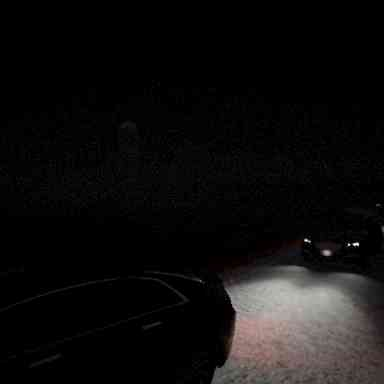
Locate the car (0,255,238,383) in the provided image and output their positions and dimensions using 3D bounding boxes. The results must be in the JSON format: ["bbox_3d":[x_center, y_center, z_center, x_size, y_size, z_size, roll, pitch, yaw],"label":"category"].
[{"bbox_3d":[-1.641,1.511,3.256,4.892,1.490,1.837,0,0,-40],"label":"car"}]

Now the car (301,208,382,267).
[{"bbox_3d":[5.335,1.494,11.572,2.128,1.511,4.902,0,0,36],"label":"car"}]

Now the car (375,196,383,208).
[{"bbox_3d":[14.720,1.008,24.306,2.097,1.767,4.553,0,0,36],"label":"car"}]
